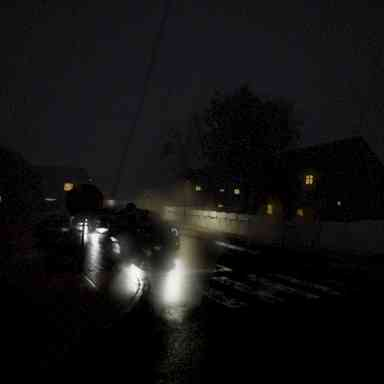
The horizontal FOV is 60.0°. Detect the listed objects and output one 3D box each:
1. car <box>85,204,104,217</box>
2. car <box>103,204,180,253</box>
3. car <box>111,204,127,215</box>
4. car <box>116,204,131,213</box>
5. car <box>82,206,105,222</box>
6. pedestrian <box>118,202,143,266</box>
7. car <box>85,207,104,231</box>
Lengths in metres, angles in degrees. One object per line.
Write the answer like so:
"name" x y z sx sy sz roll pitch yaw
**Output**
"car" -12.301 2.307 42.095 1.895 1.301 4.718 4 -2 -13
"car" -2.180 1.522 14.289 2.097 1.767 4.553 4 -3 -26
"car" -10.646 2.600 48.807 1.994 1.385 4.181 4 -2 -10
"car" -12.033 2.826 58.728 1.994 1.385 4.181 3 -2 -5
"car" -9.447 2.075 31.932 1.895 1.301 4.718 4 -2 -17
"pedestrian" -1.704 1.132 9.358 0.375 1.860 0.375 5 -3 -29
"car" -5.958 1.794 22.492 1.837 1.490 4.892 4 -3 -23
